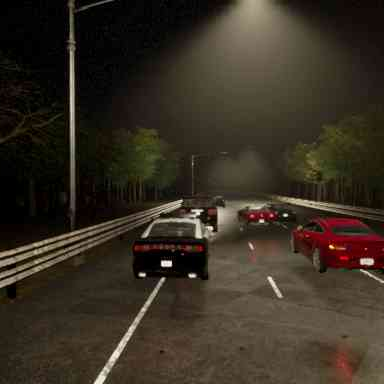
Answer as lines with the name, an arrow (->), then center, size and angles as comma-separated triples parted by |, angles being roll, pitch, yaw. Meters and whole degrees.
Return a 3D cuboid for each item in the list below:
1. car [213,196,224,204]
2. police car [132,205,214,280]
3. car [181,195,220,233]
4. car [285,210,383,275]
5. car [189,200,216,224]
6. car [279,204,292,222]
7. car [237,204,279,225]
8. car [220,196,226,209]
car -> 5.115, 1.478, 64.219 | 2.128, 1.511, 4.902 | 0, 0, 5
police car -> -0.398, 1.423, 10.124 | 1.930, 1.638, 5.238 | 0, 0, 4
car -> 0.475, 1.219, 19.999 | 2.150, 2.045, 5.566 | 0, 0, 5
car -> 4.421, 1.523, 10.390 | 1.812, 1.442, 4.674 | 0, 0, 4
car -> 0.949, 1.473, 25.951 | 1.882, 1.535, 5.008 | 0, 0, 5
car -> 6.350, 1.570, 25.272 | 1.994, 1.385, 4.181 | 1, 0, -6
car -> 4.482, 1.588, 23.817 | 1.895, 1.301, 4.718 | -2, 0, -1
car -> 3.692, 1.538, 46.391 | 2.033, 1.411, 5.357 | 0, 0, 5
